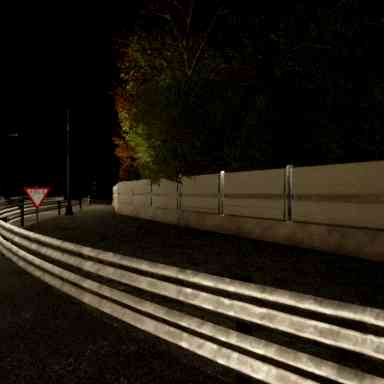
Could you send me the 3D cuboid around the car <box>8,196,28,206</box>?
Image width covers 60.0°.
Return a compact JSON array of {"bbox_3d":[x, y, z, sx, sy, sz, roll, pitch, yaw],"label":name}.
[{"bbox_3d":[-29.658,1.501,56.214,2.128,1.511,4.902,0,0,-16],"label":"car"}]
